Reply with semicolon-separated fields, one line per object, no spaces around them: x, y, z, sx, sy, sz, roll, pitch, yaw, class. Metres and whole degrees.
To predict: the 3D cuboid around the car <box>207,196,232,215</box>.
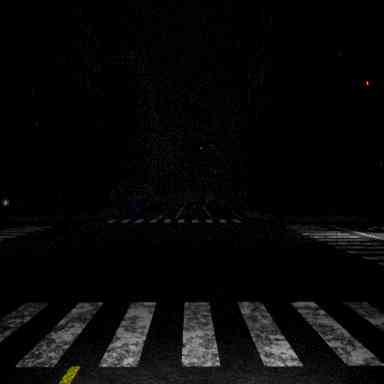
2.840;1.441;33.298;1.967;1.590;4.097;0;0;0;car

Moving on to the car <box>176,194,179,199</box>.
-5.385;1.305;90.024;2.192;1.841;5.009;0;0;0;car

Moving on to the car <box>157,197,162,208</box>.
-5.625;1.568;44.678;1.947;1.339;4.313;0;0;0;car

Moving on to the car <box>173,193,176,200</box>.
-5.446;1.520;78.517;1.752;1.417;4.829;0;0;0;car

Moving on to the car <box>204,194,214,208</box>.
2.900;1.442;44.636;1.967;1.590;4.097;0;0;0;car

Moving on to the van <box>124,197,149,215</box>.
-5.686;1.342;33.341;1.690;1.788;3.998;0;0;0;van

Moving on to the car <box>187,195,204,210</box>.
0.321;1.527;43.649;1.812;1.442;4.674;0;0;0;car

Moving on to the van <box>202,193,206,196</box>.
2.960;1.342;55.975;1.690;1.788;3.998;0;0;0;van

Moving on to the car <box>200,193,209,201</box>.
3.110;1.307;84.321;2.192;1.841;5.009;0;0;0;car

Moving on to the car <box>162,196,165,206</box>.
-5.596;1.584;50.346;1.802;1.307;4.206;0;0;0;car

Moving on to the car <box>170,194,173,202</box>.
-5.505;1.565;67.351;1.947;1.339;4.313;0;0;0;car

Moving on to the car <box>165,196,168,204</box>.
-5.566;1.567;56.015;1.947;1.339;4.313;0;0;0;car

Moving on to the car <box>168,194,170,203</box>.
-5.536;1.526;61.512;1.752;1.417;4.829;0;0;0;car

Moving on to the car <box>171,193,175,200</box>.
-5.475;1.542;73.018;1.887;1.381;4.507;0;0;0;car

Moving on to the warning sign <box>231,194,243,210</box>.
5.273;1.117;39.280;1.300;1.860;1.060;0;0;0;warning sign

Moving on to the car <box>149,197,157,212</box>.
-5.656;1.442;39.010;1.967;1.590;4.097;0;0;0;car

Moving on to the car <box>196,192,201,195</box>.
0.396;1.352;72.172;2.097;1.767;4.553;0;0;0;car

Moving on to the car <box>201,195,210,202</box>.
3.080;1.435;78.652;1.967;1.590;4.097;0;0;0;car
